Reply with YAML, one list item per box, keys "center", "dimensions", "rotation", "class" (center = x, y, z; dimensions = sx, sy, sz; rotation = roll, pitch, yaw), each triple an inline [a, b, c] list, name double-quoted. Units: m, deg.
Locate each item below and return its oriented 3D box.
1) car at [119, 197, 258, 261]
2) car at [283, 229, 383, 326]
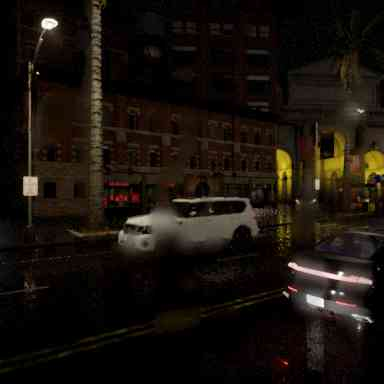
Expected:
- center: [0.079, 1.221, 12.672]
  dimensions: [5.566, 2.045, 2.150]
  rotation: [0, 0, -36]
  class: "car"
- center: [3.911, 1.491, 6.610]
  dimensions: [4.902, 1.511, 2.128]
  rotation: [0, 0, -35]
  class: "car"
